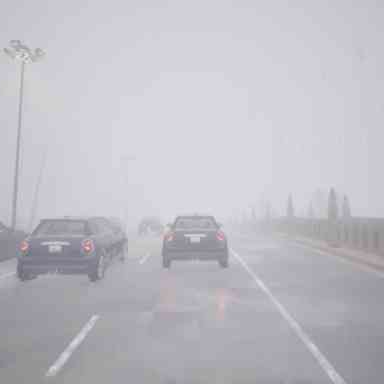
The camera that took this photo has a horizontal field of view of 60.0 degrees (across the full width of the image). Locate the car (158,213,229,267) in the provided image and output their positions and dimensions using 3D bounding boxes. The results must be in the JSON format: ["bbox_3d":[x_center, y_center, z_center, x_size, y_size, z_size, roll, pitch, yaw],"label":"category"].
[{"bbox_3d":[0.101,1.566,12.303,2.097,1.767,4.553,0,-2,0],"label":"car"}]

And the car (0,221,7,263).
[{"bbox_3d":[-6.899,1.497,10.433,2.097,1.767,4.553,0,-2,0],"label":"car"}]

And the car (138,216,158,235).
[{"bbox_3d":[-3.399,2.867,28.535,1.837,1.490,4.892,0,-6,0],"label":"car"}]

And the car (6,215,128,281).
[{"bbox_3d":[-3.399,1.495,10.371,2.097,1.767,4.553,0,-2,0],"label":"car"}]

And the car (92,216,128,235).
[{"bbox_3d":[-6.899,2.867,28.529,1.837,1.490,4.892,0,-6,0],"label":"car"}]

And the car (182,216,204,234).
[{"bbox_3d":[0.101,3.027,30.346,1.882,1.535,5.008,0,-6,0],"label":"car"}]
